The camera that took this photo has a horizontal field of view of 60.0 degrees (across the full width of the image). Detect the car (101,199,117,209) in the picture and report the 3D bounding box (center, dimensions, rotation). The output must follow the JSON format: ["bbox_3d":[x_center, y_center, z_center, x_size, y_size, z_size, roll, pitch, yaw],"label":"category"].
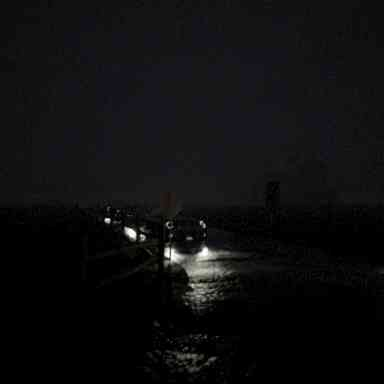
[{"bbox_3d":[-14.912,2.116,59.609,2.128,1.511,4.902,1,-1,-22],"label":"car"}]

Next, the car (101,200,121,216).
[{"bbox_3d":[-8.336,1.694,35.358,2.097,1.767,4.553,1,-1,-22],"label":"car"}]

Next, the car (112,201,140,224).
[{"bbox_3d":[-4.662,1.739,26.177,2.128,1.511,4.902,1,-1,-22],"label":"car"}]

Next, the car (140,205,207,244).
[{"bbox_3d":[-0.936,1.505,16.878,2.097,1.767,4.553,1,-1,-22],"label":"car"}]

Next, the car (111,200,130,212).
[{"bbox_3d":[-10.564,2.018,48.775,1.837,1.490,4.892,1,-1,-22],"label":"car"}]
